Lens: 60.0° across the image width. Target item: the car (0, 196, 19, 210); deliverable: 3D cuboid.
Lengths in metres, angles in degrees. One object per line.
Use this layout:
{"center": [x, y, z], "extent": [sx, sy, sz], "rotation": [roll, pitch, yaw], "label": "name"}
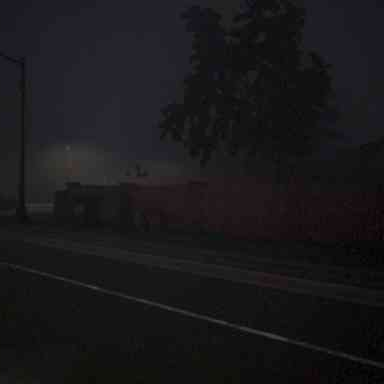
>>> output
{"center": [-18.967, 1.101, 32.544], "extent": [1.882, 1.535, 5.008], "rotation": [1, 0, 36], "label": "car"}
